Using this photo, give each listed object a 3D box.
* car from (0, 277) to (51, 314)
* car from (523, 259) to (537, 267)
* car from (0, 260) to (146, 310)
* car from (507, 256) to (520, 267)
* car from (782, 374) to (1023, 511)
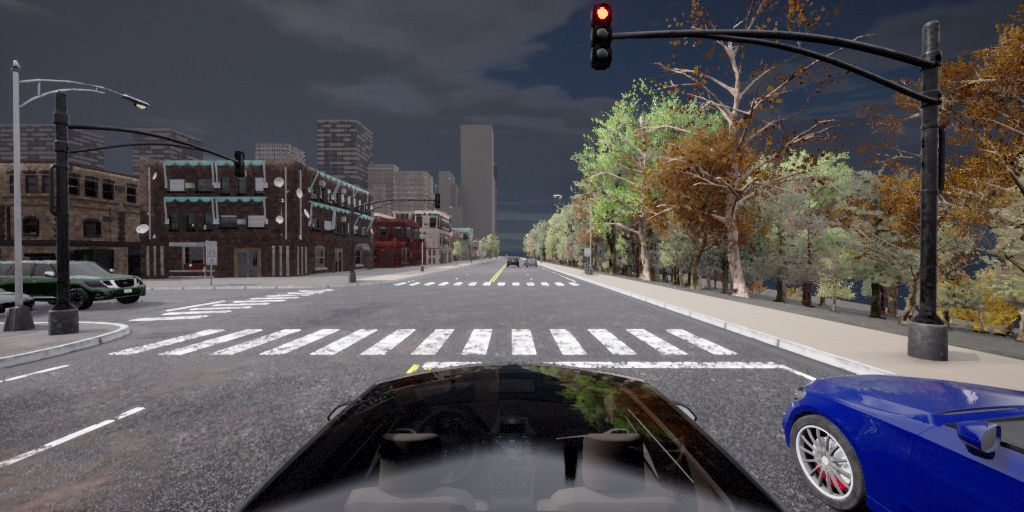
[{"bbox_3d":[-19.927,1.565,12.764,4.313,1.339,1.948,0,0,0],"label":"car"},{"bbox_3d":[3.466,1.218,63.868,2.128,1.511,4.902,0,0,0],"label":"car"},{"bbox_3d":[-19.312,1.186,15.465,5.566,2.045,2.150,-1,1,0],"label":"car"},{"bbox_3d":[0.214,0.948,63.707,2.150,2.045,5.566,0,0,1],"label":"car"},{"bbox_3d":[3.346,1.276,1.324,1.812,1.442,4.674,0,0,2],"label":"car"}]
